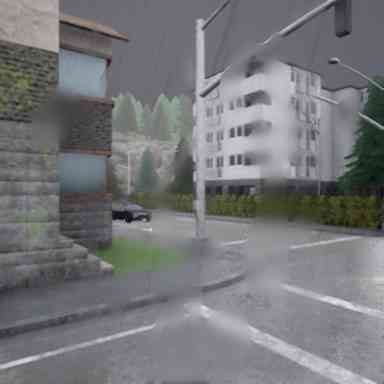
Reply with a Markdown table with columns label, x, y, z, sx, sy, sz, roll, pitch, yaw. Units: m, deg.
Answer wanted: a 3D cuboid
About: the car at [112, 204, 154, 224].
| label | x | y | z | sx | sy | sz | roll | pitch | yaw |
| --- | --- | --- | --- | --- | --- | --- | --- | --- | --- |
| car | -5.070 | 1.696 | 27.025 | 2.033 | 1.411 | 5.357 | 0 | 0 | -35 |
